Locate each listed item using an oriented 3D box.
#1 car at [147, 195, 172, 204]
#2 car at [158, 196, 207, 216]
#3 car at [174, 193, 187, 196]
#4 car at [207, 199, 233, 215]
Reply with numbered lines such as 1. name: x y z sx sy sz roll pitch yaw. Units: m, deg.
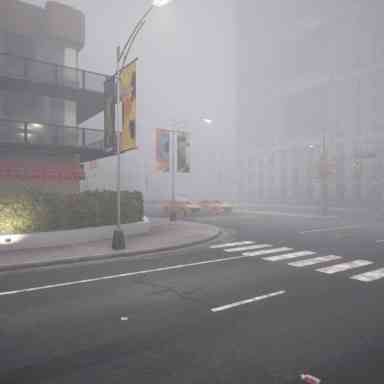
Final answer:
1. car: -6.142 1.601 59.288 4.718 1.301 1.895 0 0 42
2. car: -1.037 1.478 32.669 1.882 1.535 5.008 0 0 -35
3. car: -2.530 1.221 62.095 2.150 2.045 5.566 0 0 -20
4. car: 2.090 1.478 34.307 1.882 1.535 5.008 0 0 -35
